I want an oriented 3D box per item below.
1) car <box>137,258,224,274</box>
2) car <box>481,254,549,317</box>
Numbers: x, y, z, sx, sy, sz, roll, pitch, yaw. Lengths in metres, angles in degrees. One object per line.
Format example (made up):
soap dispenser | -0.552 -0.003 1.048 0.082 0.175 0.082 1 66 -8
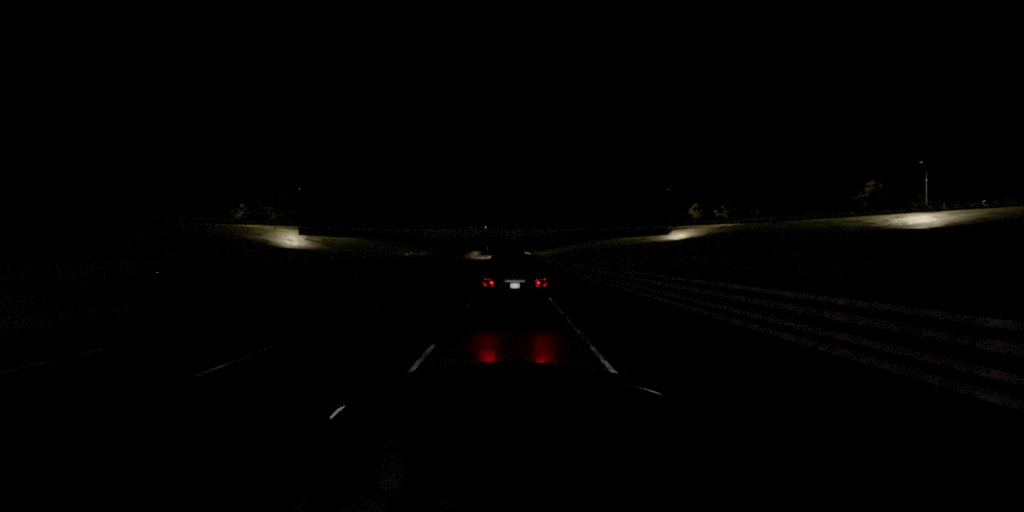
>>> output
car | -21.011 0.879 22.968 1.837 1.490 4.892 0 0 0
car | 0.105 0.964 13.246 2.150 2.045 5.566 0 0 0
